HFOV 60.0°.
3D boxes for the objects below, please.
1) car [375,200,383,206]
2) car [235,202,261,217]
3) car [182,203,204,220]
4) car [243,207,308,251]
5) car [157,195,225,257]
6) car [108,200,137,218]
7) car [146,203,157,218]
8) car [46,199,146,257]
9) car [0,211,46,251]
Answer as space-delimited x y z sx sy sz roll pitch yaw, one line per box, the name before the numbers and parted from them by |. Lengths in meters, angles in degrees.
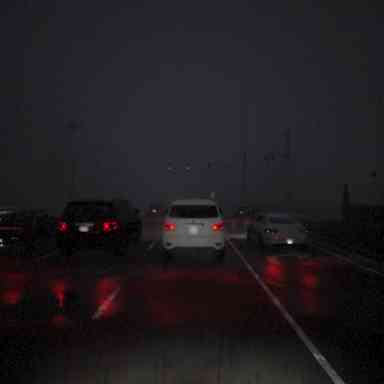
car | 33.936 1.797 56.922 4.674 1.442 1.812 0 0 1
car | 5.604 1.679 32.127 1.812 1.442 4.674 -1 -1 29
car | 0.084 1.745 30.306 1.895 1.301 4.718 0 0 0
car | 3.578 1.595 14.436 1.812 1.442 4.674 0 0 0
car | 0.069 1.285 13.273 2.150 2.045 5.566 0 0 0
car | -6.907 1.637 33.538 1.882 1.535 5.008 0 0 0
car | -3.411 1.718 32.473 1.994 1.385 4.181 0 0 0
car | -3.436 1.285 13.303 2.150 2.045 5.566 0 0 0
car | -6.923 1.560 14.453 2.128 1.511 4.902 0 0 0
